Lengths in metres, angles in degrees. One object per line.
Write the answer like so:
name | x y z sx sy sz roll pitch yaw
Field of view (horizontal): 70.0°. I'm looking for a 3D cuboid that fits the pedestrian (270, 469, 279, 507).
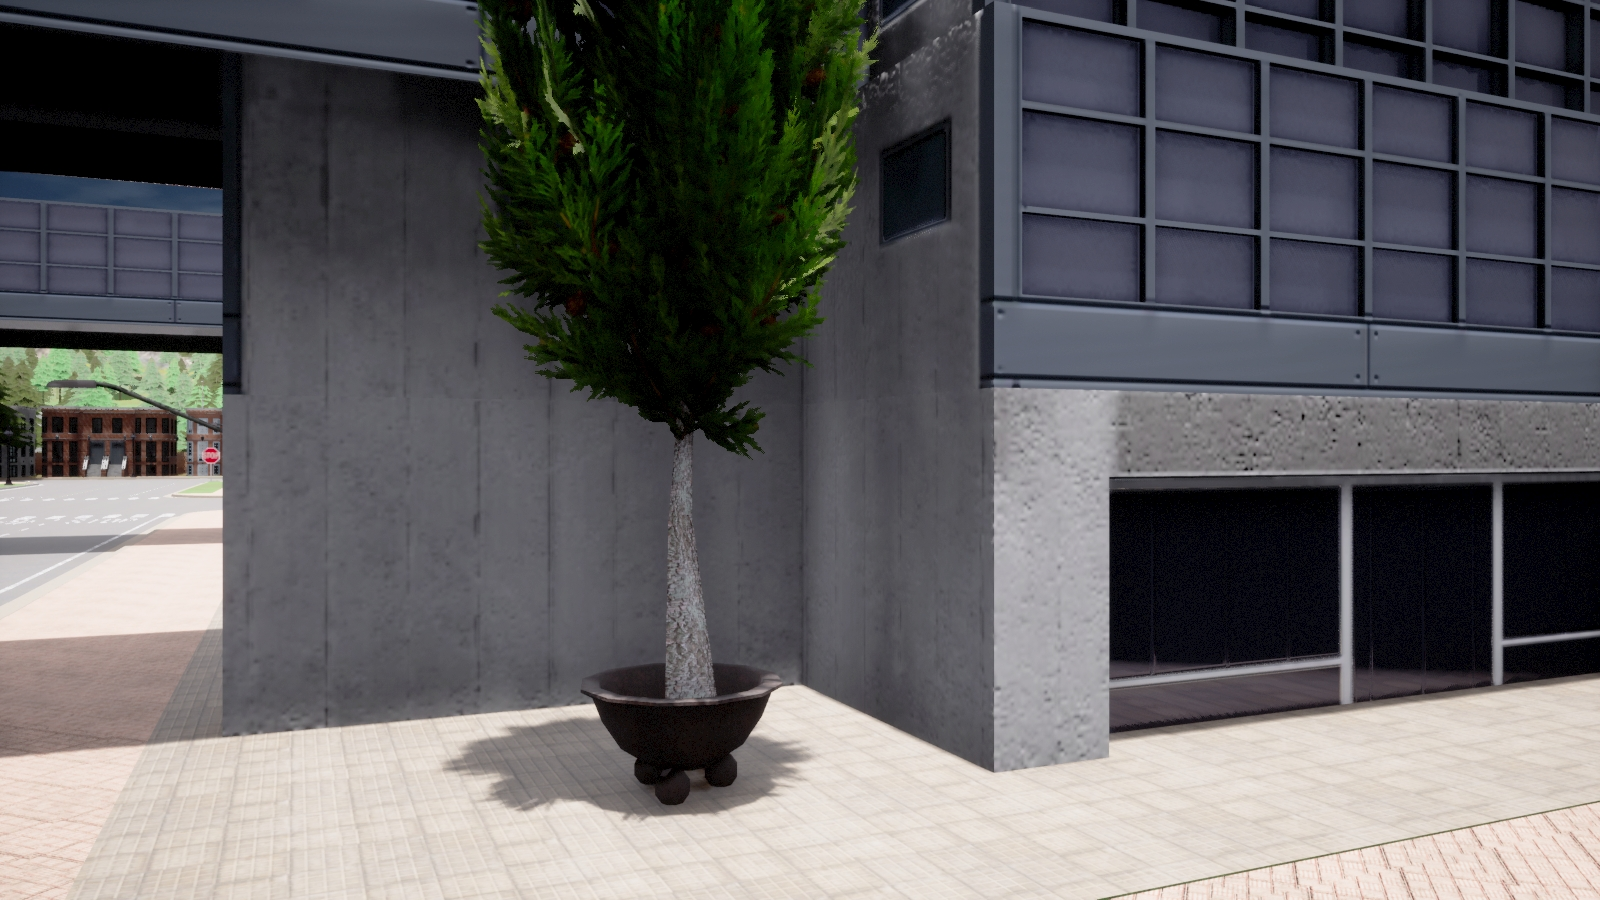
pedestrian | -25.896 1.849 56.330 0.375 1.860 0.375 0 0 -24
